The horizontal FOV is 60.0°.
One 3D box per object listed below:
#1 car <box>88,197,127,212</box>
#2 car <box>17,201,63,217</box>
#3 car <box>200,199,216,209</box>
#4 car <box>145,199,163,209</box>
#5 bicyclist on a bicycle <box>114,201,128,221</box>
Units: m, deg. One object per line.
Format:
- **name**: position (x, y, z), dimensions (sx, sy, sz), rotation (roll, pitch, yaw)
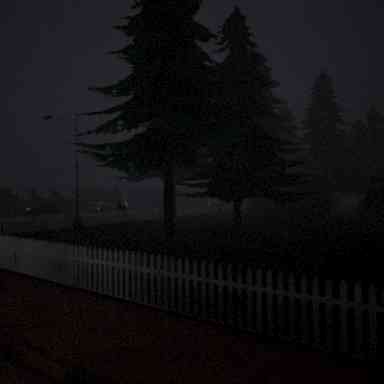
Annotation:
- **car**: position (-11.187, 1.656, 44.660), dimensions (2.150, 2.045, 5.566), rotation (-1, -1, 34)
- **car**: position (-16.667, 1.783, 36.574), dimensions (2.097, 1.767, 4.553), rotation (-1, -1, 34)
- **car**: position (3.046, 1.876, 52.911), dimensions (1.812, 1.442, 4.674), rotation (-1, 0, 33)
- **car**: position (-5.463, 1.929, 53.057), dimensions (2.128, 1.511, 4.902), rotation (-1, -1, 34)
- **bicyclist on a bicycle**: position (-5.795, 1.553, 26.801), dimensions (1.656, 1.620, 0.582), rotation (-1, -1, 34)
